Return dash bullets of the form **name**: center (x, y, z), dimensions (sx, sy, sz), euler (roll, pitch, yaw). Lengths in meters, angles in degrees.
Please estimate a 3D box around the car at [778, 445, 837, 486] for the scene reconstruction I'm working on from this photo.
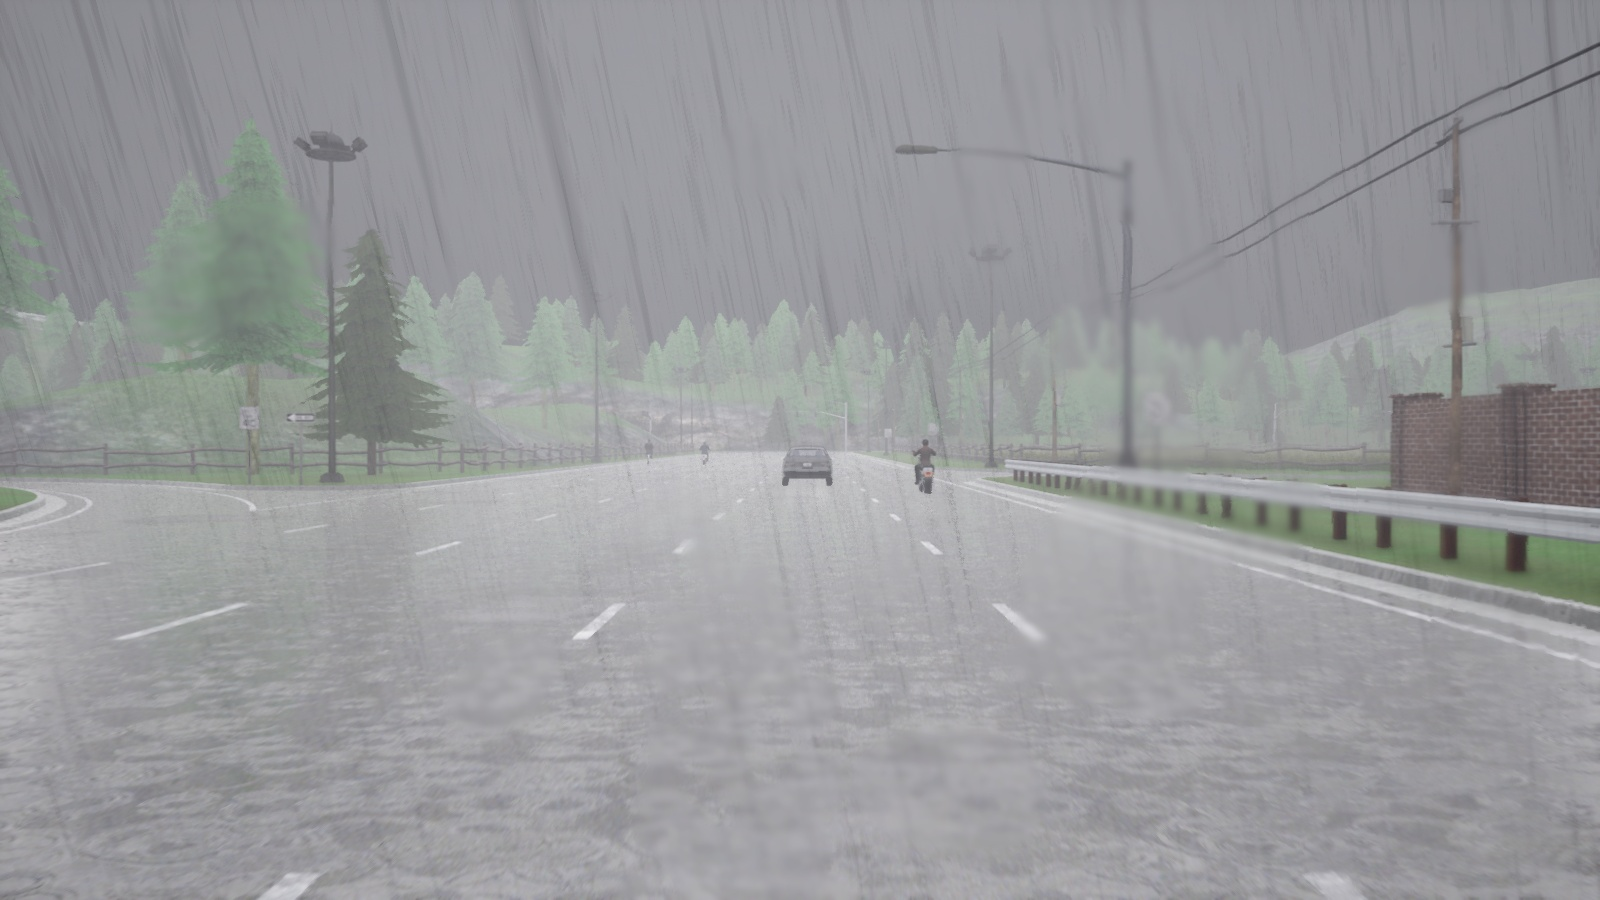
- **car**: center (0.272, 0.534, 46.090), dimensions (2.033, 1.411, 5.357), euler (0, 0, 0)

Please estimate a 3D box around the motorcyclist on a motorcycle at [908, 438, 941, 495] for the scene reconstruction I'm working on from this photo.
- **motorcyclist on a motorcycle**: center (3.725, 0.487, 37.656), dimensions (0.766, 1.649, 2.350), euler (0, 0, 0)
